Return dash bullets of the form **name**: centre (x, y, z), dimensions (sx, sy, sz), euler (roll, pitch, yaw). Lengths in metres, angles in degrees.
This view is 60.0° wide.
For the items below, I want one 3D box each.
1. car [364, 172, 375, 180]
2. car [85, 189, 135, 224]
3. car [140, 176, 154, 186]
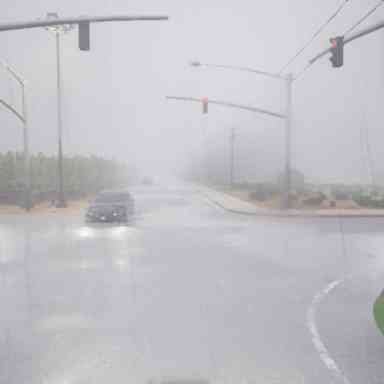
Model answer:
- **car**: centre (41.929, -3.685, 78.196), dimensions (1.905, 1.878, 3.866), euler (11, 12, 40)
- **car**: centre (-3.984, 0.674, 16.774), dimensions (1.837, 1.490, 4.892), euler (0, 5, -3)
- **car**: centre (-7.113, -1.845, 52.804), dimensions (1.882, 1.535, 5.008), euler (0, 4, -5)
